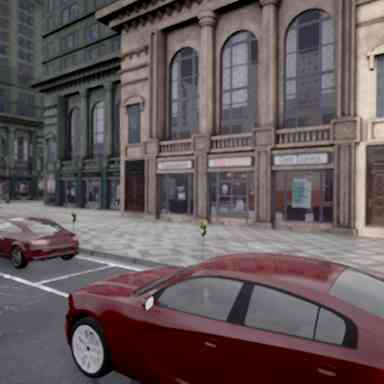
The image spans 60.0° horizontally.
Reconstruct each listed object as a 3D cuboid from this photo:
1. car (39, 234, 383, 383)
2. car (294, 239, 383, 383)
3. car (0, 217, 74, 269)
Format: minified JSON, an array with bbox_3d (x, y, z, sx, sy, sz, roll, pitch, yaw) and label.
[{"bbox_3d":[0.619,1.456,3.791,5.008,1.535,1.882,1,1,34],"label":"car"},{"bbox_3d":[3.748,1.562,3.986,4.403,1.369,2.008,1,0,35],"label":"car"},{"bbox_3d":[-5.249,1.439,10.399,4.206,1.307,1.802,1,0,35],"label":"car"}]
